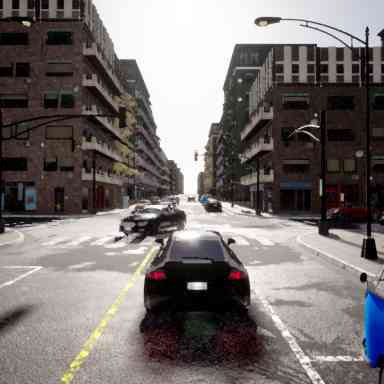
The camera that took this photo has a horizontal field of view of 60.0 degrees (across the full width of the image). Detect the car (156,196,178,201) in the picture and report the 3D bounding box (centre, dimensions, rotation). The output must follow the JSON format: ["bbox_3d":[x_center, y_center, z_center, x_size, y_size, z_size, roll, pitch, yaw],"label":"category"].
[{"bbox_3d":[-3.168,1.579,40.987,1.994,1.385,4.181,0,0,0],"label":"car"}]

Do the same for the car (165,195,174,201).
[{"bbox_3d":[-5.821,1.590,85.134,2.008,1.369,4.403,1,0,0],"label":"car"}]

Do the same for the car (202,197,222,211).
[{"bbox_3d":[2.635,1.581,40.007,1.947,1.339,4.313,1,0,0],"label":"car"}]

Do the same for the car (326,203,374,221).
[{"bbox_3d":[13.594,1.609,28.211,4.097,1.590,1.967,0,-1,1],"label":"car"}]

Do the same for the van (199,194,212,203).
[{"bbox_3d":[2.610,1.364,56.935,1.690,1.788,3.998,1,0,0],"label":"van"}]

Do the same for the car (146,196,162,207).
[{"bbox_3d":[-5.762,1.461,51.278,1.967,1.590,4.097,1,0,0],"label":"car"}]

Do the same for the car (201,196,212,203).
[{"bbox_3d":[2.626,1.569,45.650,2.008,1.369,4.403,1,0,0],"label":"car"}]

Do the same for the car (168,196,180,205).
[{"bbox_3d":[-3.171,1.502,60.081,1.882,1.535,5.008,0,0,0],"label":"car"}]

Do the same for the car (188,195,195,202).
[{"bbox_3d":[-0.136,1.562,80.538,2.128,1.511,4.902,0,0,0],"label":"car"}]

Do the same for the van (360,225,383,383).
[{"bbox_3d":[2.670,1.342,2.061,1.690,1.788,3.998,1,0,0],"label":"van"}]

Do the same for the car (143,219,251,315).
[{"bbox_3d":[0.087,1.566,7.663,1.994,1.385,4.181,0,0,0],"label":"car"}]

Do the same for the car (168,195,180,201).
[{"bbox_3d":[-3.180,1.497,49.704,1.882,1.535,5.008,0,0,0],"label":"car"}]

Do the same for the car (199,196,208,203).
[{"bbox_3d":[2.578,1.614,73.863,1.802,1.307,4.206,1,0,0],"label":"car"}]

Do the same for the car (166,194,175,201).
[{"bbox_3d":[-5.828,1.483,90.777,1.967,1.590,4.097,1,0,0],"label":"car"}]

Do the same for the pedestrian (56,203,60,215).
[{"bbox_3d":[-12.592,1.598,31.416,0.500,1.100,0.500,0,-1,1],"label":"pedestrian"}]

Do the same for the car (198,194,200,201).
[{"bbox_3d":[2.588,1.555,68.390,1.752,1.417,4.829,1,0,0],"label":"car"}]

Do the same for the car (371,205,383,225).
[{"bbox_3d":[13.505,1.583,19.829,4.313,1.339,1.947,0,-1,1],"label":"car"}]

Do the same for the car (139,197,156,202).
[{"bbox_3d":[-5.743,1.541,39.823,1.752,1.417,4.829,1,0,0],"label":"car"}]

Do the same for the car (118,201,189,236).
[{"bbox_3d":[-2.020,1.498,18.168,2.128,1.511,4.902,-1,0,26],"label":"car"}]

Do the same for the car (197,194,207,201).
[{"bbox_3d":[2.563,1.355,85.148,2.192,1.841,5.009,1,0,0],"label":"car"}]

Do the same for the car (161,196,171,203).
[{"bbox_3d":[-5.801,1.577,73.849,1.887,1.381,4.507,1,0,0],"label":"car"}]
